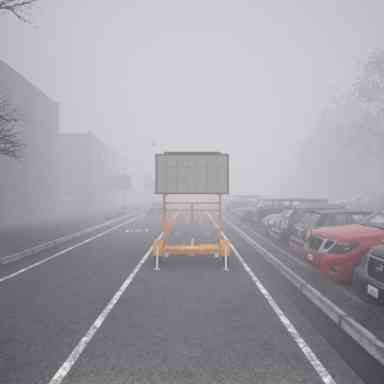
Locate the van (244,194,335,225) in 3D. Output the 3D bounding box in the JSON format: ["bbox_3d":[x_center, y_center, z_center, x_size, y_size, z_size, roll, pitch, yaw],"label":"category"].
[{"bbox_3d":[5.561,1.262,19.325,4.442,1.987,1.878,0,0,0],"label":"van"}]

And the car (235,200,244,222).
[{"bbox_3d":[5.673,1.488,22.128,5.008,1.535,2.097,0,0,0],"label":"car"}]

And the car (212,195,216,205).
[{"bbox_3d":[5.674,1.514,47.350,4.892,1.521,2.231,0,0,0],"label":"car"}]

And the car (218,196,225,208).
[{"bbox_3d":[5.864,1.490,36.144,5.366,1.575,1.946,0,0,0],"label":"car"}]

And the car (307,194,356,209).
[{"bbox_3d":[18.730,1.256,44.723,5.566,2.045,2.435,0,0,0],"label":"car"}]

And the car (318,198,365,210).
[{"bbox_3d":[18.753,1.502,41.936,5.008,1.535,2.097,0,0,0],"label":"car"}]

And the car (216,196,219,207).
[{"bbox_3d":[5.673,1.495,38.944,5.008,1.535,2.097,0,0,0],"label":"car"}]

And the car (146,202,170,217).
[{"bbox_3d":[-3.206,1.620,31.994,1.895,1.301,4.718,0,0,0],"label":"car"}]

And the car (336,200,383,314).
[{"bbox_3d":[5.649,1.232,5.308,5.566,2.045,2.435,0,0,0],"label":"car"}]

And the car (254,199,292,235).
[{"bbox_3d":[5.709,1.361,16.521,4.553,1.767,2.185,0,0,0],"label":"car"}]

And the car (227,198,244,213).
[{"bbox_3d":[5.649,1.520,27.734,4.792,1.488,2.163,0,0,0],"label":"car"}]

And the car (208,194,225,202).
[{"bbox_3d":[5.707,1.272,50.158,5.566,2.045,2.435,0,0,0],"label":"car"}]

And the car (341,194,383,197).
[{"bbox_3d":[18.730,1.242,33.706,5.566,2.045,2.435,0,0,0],"label":"car"}]

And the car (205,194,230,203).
[{"bbox_3d":[5.728,1.389,75.387,5.566,2.045,2.435,0,0,0],"label":"car"}]

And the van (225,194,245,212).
[{"bbox_3d":[5.562,1.265,30.538,4.442,1.987,1.878,0,0,0],"label":"van"}]

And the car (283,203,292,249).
[{"bbox_3d":[5.647,1.359,10.915,4.553,1.767,2.185,0,0,0],"label":"car"}]

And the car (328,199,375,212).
[{"bbox_3d":[18.755,1.537,39.275,4.674,1.452,2.002,0,0,0],"label":"car"}]

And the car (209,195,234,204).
[{"bbox_3d":[5.652,1.447,64.176,4.553,1.767,2.185,0,0,0],"label":"car"}]

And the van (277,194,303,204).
[{"bbox_3d":[18.879,1.348,64.220,4.442,1.987,1.878,0,0,0],"label":"van"}]

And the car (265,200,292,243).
[{"bbox_3d":[5.647,1.360,13.718,4.553,1.767,2.185,0,0,0],"label":"car"}]

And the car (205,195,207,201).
[{"bbox_3d":[5.715,1.335,66.977,5.566,2.045,2.435,0,0,0],"label":"car"}]

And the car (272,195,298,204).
[{"bbox_3d":[18.735,1.461,67.000,4.553,1.767,2.185,0,0,0],"label":"car"}]

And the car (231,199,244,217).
[{"bbox_3d":[5.649,1.519,24.931,4.792,1.488,2.163,0,0,0],"label":"car"}]

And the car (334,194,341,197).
[{"bbox_3d":[18.729,1.243,36.368,5.566,2.045,2.435,0,0,0],"label":"car"}]

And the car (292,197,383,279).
[{"bbox_3d":[5.650,1.233,8.112,5.566,2.045,2.435,0,0,0],"label":"car"}]

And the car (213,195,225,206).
[{"bbox_3d":[5.649,1.535,44.552,4.792,1.488,2.163,0,0,0],"label":"car"}]

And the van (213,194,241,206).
[{"bbox_3d":[5.795,1.317,55.765,4.442,1.987,1.878,0,0,0],"label":"van"}]

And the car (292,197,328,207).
[{"bbox_3d":[18.753,1.535,53.076,5.008,1.535,2.097,0,0,0],"label":"car"}]

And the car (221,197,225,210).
[{"bbox_3d":[5.707,1.521,33.341,4.792,1.488,2.163,0,0,0],"label":"car"}]

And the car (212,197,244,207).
[{"bbox_3d":[5.673,1.533,52.961,5.008,1.535,2.097,0,0,0],"label":"car"}]

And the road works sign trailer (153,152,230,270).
[{"bbox_3d":[0.006,0.473,11.027,2.380,3.560,2.880,0,0,1],"label":"road works sign trailer"}]
